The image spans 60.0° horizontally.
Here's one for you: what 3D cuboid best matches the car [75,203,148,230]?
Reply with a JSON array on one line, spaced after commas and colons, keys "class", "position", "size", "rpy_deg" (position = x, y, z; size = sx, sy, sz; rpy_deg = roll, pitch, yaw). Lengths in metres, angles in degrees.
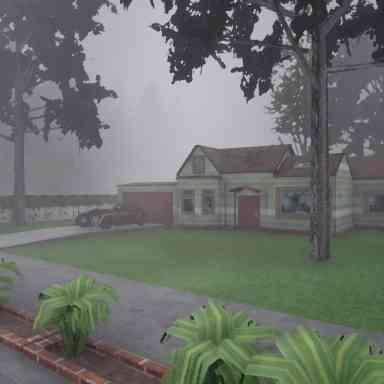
[{"class": "car", "position": [-4.458, 1.300, 18.838], "size": [1.994, 1.381, 4.181], "rpy_deg": [0, 0, 36]}]
